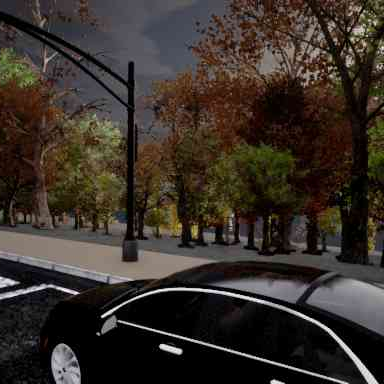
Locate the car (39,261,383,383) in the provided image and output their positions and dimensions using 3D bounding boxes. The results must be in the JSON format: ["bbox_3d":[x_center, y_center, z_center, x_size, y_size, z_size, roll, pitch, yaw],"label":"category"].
[{"bbox_3d":[0.370,1.504,3.411,4.892,1.490,1.837,0,0,36],"label":"car"}]
